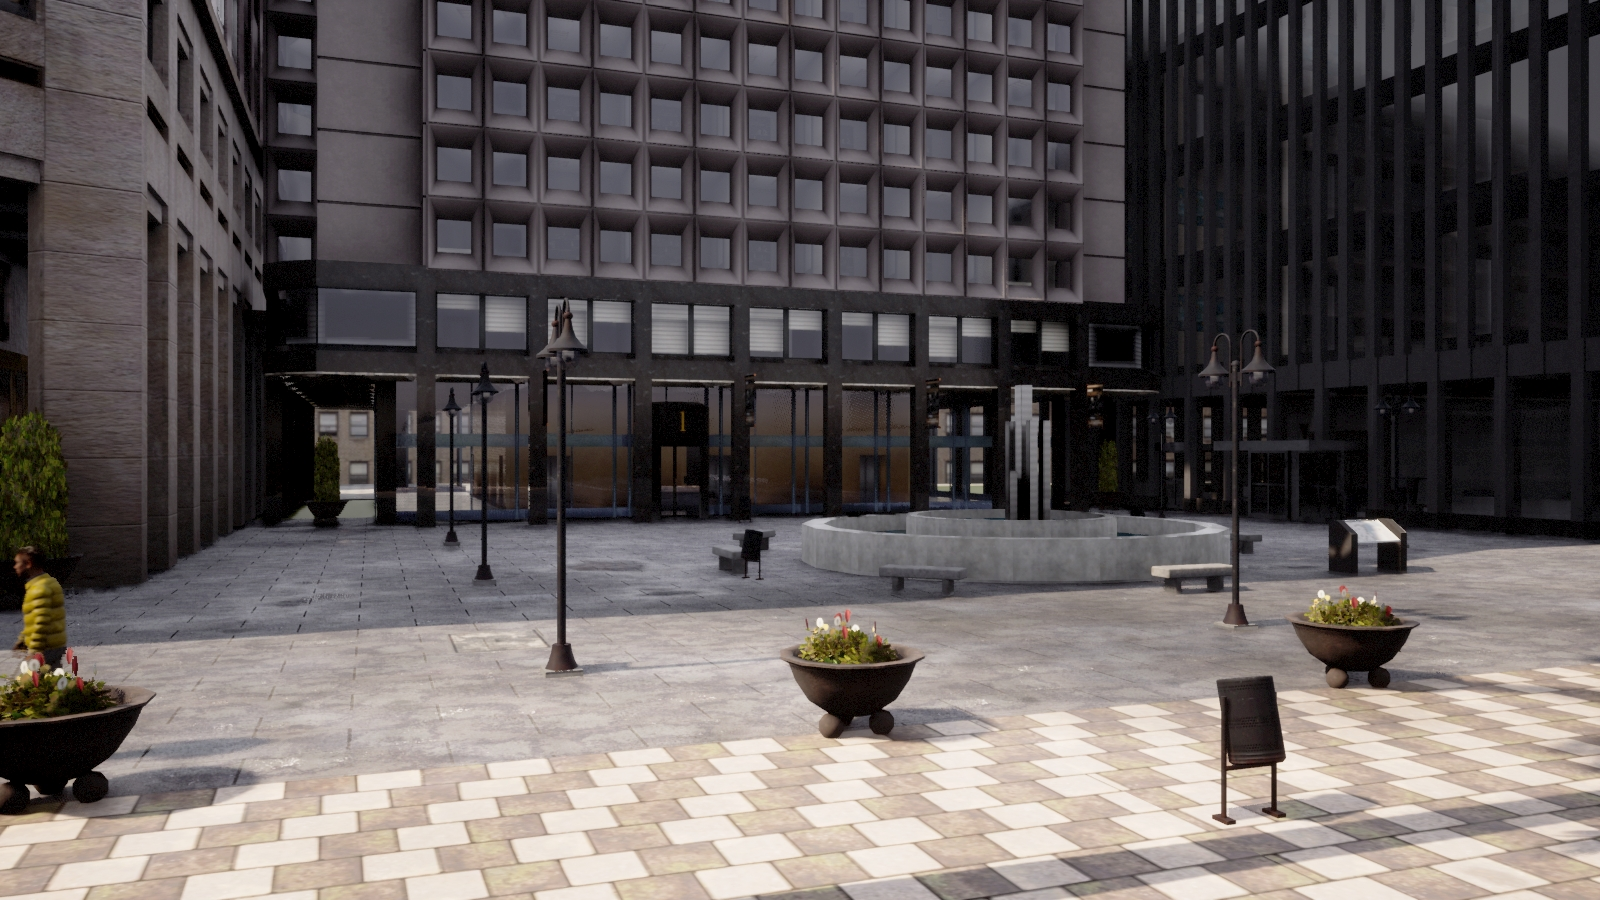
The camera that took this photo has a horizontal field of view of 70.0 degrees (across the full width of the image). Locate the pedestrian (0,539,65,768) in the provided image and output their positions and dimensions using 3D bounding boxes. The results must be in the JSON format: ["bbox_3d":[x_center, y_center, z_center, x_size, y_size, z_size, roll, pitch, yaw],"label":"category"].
[{"bbox_3d":[-6.507,1.701,9.702,0.375,1.860,0.375,0,0,-19],"label":"pedestrian"}]
